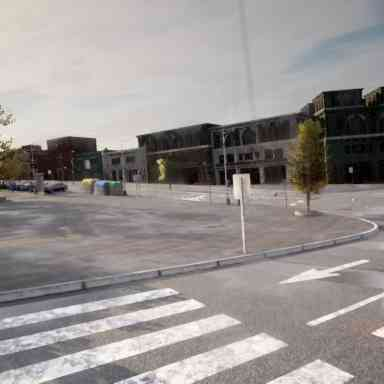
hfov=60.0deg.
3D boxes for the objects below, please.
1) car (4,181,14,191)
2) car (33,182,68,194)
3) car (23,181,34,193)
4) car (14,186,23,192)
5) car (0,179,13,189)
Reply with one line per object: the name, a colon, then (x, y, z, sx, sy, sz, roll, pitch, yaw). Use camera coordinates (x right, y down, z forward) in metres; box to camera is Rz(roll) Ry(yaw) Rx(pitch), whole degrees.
car: (-27.932, -1.028, 55.244, 2.097, 1.535, 5.008, 1, 6, 16)
car: (-20.767, -0.611, 50.026, 2.163, 1.488, 4.792, 1, 6, 17)
car: (-23.131, -0.775, 51.810, 2.231, 1.521, 4.892, 1, 6, 17)
car: (-25.532, -0.862, 53.537, 2.002, 1.452, 4.674, 0, 6, 16)
car: (-35.246, -1.378, 60.228, 2.231, 1.521, 4.892, 1, 6, 14)
